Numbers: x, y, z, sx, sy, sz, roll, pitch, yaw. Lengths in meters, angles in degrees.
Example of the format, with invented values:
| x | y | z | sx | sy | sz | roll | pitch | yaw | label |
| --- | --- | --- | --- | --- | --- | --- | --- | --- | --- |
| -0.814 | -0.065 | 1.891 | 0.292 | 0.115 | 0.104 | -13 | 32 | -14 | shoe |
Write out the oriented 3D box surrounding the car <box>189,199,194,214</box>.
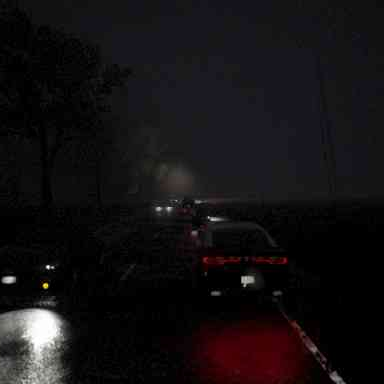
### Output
| x | y | z | sx | sy | sz | roll | pitch | yaw | label |
| --- | --- | --- | --- | --- | --- | --- | --- | --- | --- |
| 0.881 | 1.508 | 24.637 | 1.812 | 1.442 | 4.674 | 0 | 0 | -1 | car |

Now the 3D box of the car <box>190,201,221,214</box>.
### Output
| x | y | z | sx | sy | sz | roll | pitch | yaw | label |
| --- | --- | --- | --- | --- | --- | --- | --- | --- | --- |
| 0.942 | 1.490 | 18.631 | 1.837 | 1.490 | 4.892 | 0 | 0 | -1 | car |

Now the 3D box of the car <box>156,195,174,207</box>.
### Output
| x | y | z | sx | sy | sz | roll | pitch | yaw | label |
| --- | --- | --- | --- | --- | --- | --- | --- | --- | --- |
| -4.161 | 1.505 | 49.864 | 1.812 | 1.442 | 4.674 | 0 | 0 | -1 | car |

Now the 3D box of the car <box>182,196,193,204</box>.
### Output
| x | y | z | sx | sy | sz | roll | pitch | yaw | label |
| --- | --- | --- | --- | --- | --- | --- | --- | --- | --- |
| -0.820 | 1.546 | 61.895 | 1.994 | 1.385 | 4.181 | 0 | 0 | -1 | car |

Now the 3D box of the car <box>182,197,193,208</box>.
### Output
| x | y | z | sx | sy | sz | roll | pitch | yaw | label |
| --- | --- | --- | --- | --- | --- | --- | --- | --- | --- |
| -0.478 | 1.581 | 46.929 | 1.895 | 1.301 | 4.718 | 0 | 0 | -1 | car |

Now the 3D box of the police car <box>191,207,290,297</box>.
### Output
| x | y | z | sx | sy | sz | roll | pitch | yaw | label |
| --- | --- | --- | --- | --- | --- | --- | --- | --- | --- |
| 1.015 | 1.417 | 8.731 | 1.930 | 1.638 | 5.238 | 0 | 0 | 0 | police car |

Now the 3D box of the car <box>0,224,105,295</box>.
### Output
| x | y | z | sx | sy | sz | roll | pitch | yaw | label |
| --- | --- | --- | --- | --- | --- | --- | --- | --- | --- |
| -3.640 | 1.555 | 8.602 | 1.994 | 1.385 | 4.181 | 0 | 0 | 0 | car |
